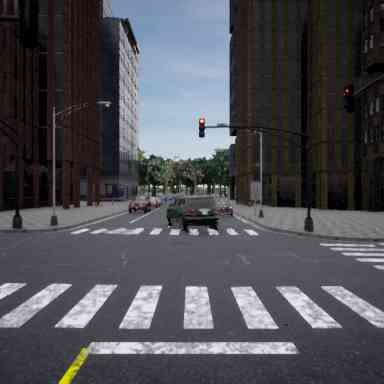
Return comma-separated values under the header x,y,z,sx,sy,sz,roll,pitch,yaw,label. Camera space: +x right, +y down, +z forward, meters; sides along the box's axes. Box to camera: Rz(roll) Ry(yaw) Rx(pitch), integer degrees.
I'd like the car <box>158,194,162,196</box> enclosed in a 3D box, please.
x,y,z,sx,sy,sz,roll,pitch,yaw,label
-5.747,1.532,53.258,1.752,1.417,4.829,0,0,0,car

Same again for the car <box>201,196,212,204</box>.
x,y,z,sx,sy,sz,roll,pitch,yaw,label
2.782,1.536,64.470,1.752,1.417,4.829,0,0,0,car

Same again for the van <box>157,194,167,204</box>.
x,y,z,sx,sy,sz,roll,pitch,yaw,label
-5.743,1.352,64.303,1.690,1.788,3.998,0,0,0,van

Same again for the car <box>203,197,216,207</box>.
x,y,z,sx,sy,sz,roll,pitch,yaw,label
2.779,1.551,53.425,1.887,1.381,4.507,0,0,0,car

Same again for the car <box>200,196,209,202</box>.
x,y,z,sx,sy,sz,roll,pitch,yaw,label
2.785,1.541,75.345,1.752,1.417,4.829,0,0,0,car

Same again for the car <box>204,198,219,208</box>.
x,y,z,sx,sy,sz,roll,pitch,yaw,label
2.777,1.555,47.987,2.008,1.369,4.403,0,0,0,car

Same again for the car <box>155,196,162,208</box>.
x,y,z,sx,sy,sz,roll,pitch,yaw,label
-5.748,1.587,47.990,1.802,1.307,4.206,0,0,0,car

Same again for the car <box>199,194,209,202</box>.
x,y,z,sx,sy,sz,roll,pitch,yaw,label
2.787,1.334,80.613,2.192,1.841,5.009,0,0,0,car

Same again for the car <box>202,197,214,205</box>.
x,y,z,sx,sy,sz,roll,pitch,yaw,label
2.780,1.553,58.863,1.887,1.381,4.507,0,0,0,car

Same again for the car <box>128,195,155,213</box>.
x,y,z,sx,sy,sz,roll,pitch,yaw,label
-5.752,1.317,37.115,2.192,1.841,5.009,0,0,0,car

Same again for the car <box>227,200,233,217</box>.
x,y,z,sx,sy,sz,roll,pitch,yaw,label
2.772,1.441,31.675,1.967,1.590,4.097,0,0,0,car

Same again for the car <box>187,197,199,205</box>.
x,y,z,sx,sy,sz,roll,pitch,yaw,label
0.114,1.556,59.444,2.033,1.411,5.357,0,0,0,car

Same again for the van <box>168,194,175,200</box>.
x,y,z,sx,sy,sz,roll,pitch,yaw,label
-5.735,1.367,91.491,1.690,1.788,3.998,0,0,0,van

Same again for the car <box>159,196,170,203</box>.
x,y,z,sx,sy,sz,roll,pitch,yaw,label
-5.741,1.564,69.740,2.008,1.369,4.403,0,0,0,car

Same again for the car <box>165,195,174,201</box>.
x,y,z,sx,sy,sz,roll,pitch,yaw,label
-5.736,1.588,86.053,1.947,1.339,4.313,0,0,0,car

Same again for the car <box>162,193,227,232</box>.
x,y,z,sx,sy,sz,roll,pitch,yaw,label
-0.056,1.229,20.801,2.150,2.045,5.566,-2,1,-17,car
